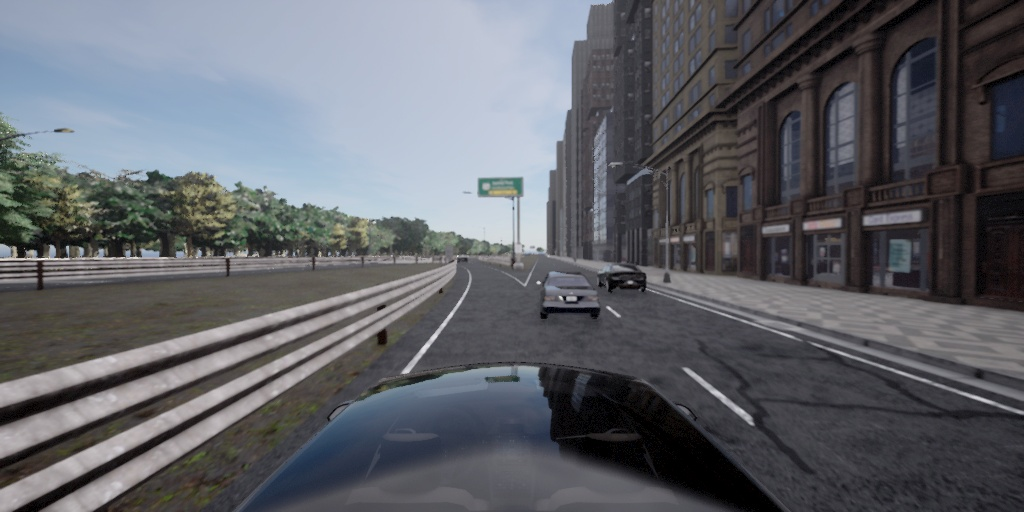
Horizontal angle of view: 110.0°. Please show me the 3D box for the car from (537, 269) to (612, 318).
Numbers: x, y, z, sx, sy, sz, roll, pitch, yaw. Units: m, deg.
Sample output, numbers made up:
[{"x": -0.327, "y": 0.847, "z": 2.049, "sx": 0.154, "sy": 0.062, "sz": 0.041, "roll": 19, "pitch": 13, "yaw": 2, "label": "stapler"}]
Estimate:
[{"x": 1.879, "y": 1.241, "z": 12.649, "sx": 2.033, "sy": 1.411, "sz": 5.357, "roll": 0, "pitch": 0, "yaw": 4, "label": "car"}]

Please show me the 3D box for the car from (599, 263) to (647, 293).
[{"x": 5.963, "y": 1.121, "z": 19.942, "sx": 1.882, "sy": 1.535, "sz": 5.008, "roll": 0, "pitch": 0, "yaw": 5, "label": "car"}]
